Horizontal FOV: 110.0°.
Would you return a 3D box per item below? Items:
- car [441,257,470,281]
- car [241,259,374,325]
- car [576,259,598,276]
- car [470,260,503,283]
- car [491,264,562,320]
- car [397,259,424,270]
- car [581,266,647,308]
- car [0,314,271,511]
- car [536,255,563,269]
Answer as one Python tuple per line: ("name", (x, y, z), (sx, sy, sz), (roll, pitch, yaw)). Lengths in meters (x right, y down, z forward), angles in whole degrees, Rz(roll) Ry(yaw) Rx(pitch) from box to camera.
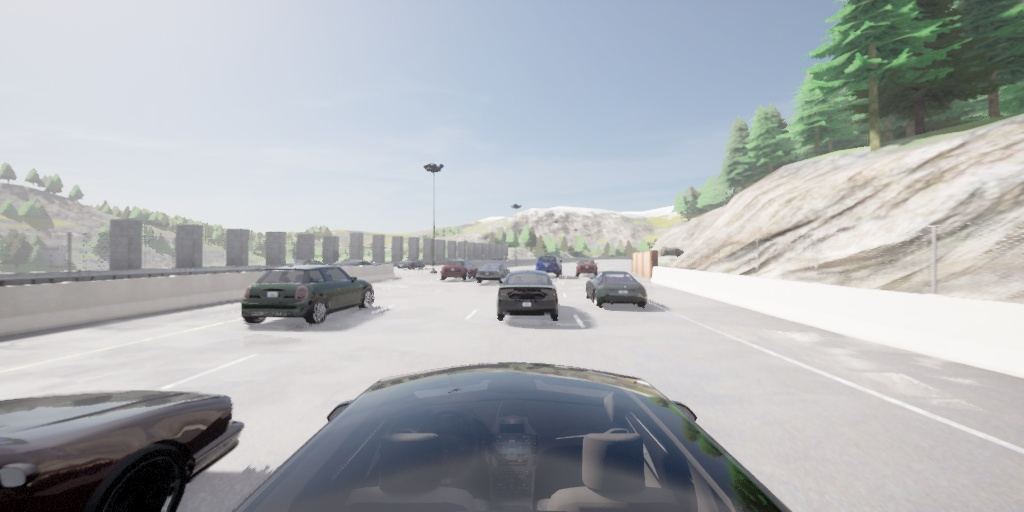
("car", (-4.312, 1.069, 30.167), (2.097, 1.767, 4.553), (0, 0, 9))
("car", (-6.449, 1.078, 11.970), (2.097, 1.767, 4.553), (0, 0, 3))
("car", (7.680, 1.093, 36.689), (2.097, 1.767, 4.553), (0, 0, 12))
("car", (-1.320, 1.274, 27.085), (2.033, 1.411, 5.357), (0, 0, 9))
("car", (0.592, 1.220, 12.668), (1.882, 1.535, 5.008), (0, 0, 4))
("car", (-14.263, 1.169, 50.634), (2.128, 1.511, 4.902), (0, 0, 15))
("car", (4.331, 1.314, 15.422), (1.994, 1.385, 4.181), (0, 0, 5))
("car", (-3.379, 1.290, 0.760), (2.033, 1.411, 5.357), (0, 0, 1))
("car", (3.600, 0.954, 34.531), (2.150, 2.045, 5.566), (0, 0, 11))
